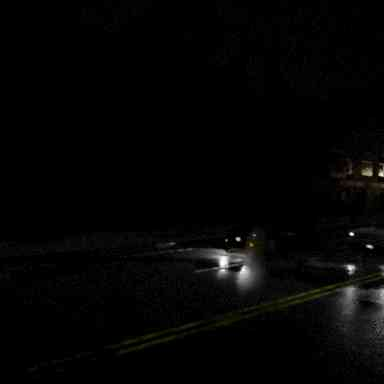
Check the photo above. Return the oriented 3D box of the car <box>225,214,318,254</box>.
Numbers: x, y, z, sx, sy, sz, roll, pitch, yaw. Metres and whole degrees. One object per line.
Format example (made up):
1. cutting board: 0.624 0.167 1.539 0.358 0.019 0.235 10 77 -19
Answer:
1. car: 3.437 1.667 14.097 4.181 1.385 1.994 1 0 -35

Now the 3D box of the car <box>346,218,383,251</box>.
1. car: 8.385 1.738 13.638 4.718 1.301 1.895 1 0 -36
